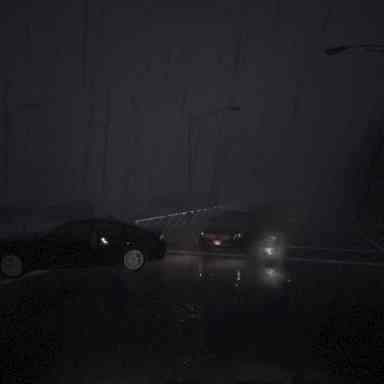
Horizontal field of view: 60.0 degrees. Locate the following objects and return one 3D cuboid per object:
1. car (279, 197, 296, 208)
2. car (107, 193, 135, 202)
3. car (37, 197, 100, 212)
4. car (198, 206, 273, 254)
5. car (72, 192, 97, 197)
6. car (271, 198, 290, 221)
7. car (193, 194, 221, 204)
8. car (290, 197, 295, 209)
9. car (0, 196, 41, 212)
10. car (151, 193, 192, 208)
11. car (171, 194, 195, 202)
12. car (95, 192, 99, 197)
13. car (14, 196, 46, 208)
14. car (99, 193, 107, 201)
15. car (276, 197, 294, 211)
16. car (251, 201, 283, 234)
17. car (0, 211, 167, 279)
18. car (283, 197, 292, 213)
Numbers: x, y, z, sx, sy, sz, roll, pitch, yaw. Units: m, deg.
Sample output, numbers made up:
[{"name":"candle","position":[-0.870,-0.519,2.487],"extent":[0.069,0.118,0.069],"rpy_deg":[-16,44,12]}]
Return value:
[{"name":"car","position":[13.687,1.470,47.601],"extent":[2.128,1.511,4.902],"rpy_deg":[0,0,19]},{"name":"car","position":[-13.608,1.047,65.308],"extent":[4.605,1.855,1.932],"rpy_deg":[0,0,19]},{"name":"car","position":[-8.957,1.356,24.191],"extent":[3.633,1.501,1.845],"rpy_deg":[0,0,19]},{"name":"car","position":[1.862,1.514,13.846],"extent":[1.812,1.442,4.674],"rpy_deg":[0,0,25]},{"name":"car","position":[-18.298,1.250,53.746],"extent":[4.514,1.523,2.007],"rpy_deg":[0,0,19]},{"name":"car","position":[5.951,1.476,24.889],"extent":[2.128,1.511,4.902],"rpy_deg":[0,0,19]},{"name":"car","position":[1.835,1.127,56.732],"extent":[5.027,1.636,2.152],"rpy_deg":[0,0,19]},{"name":"car","position":[9.902,1.545,36.480],"extent":[1.994,1.385,4.181],"rpy_deg":[0,0,19]},{"name":"car","position":[-15.021,1.356,29.404],"extent":[3.806,1.475,1.970],"rpy_deg":[0,0,19]},{"name":"car","position":[-2.836,1.075,41.738],"extent":[4.605,1.855,1.932],"rpy_deg":[0,0,19]},{"name":"car","position":[-1.894,1.259,68.651],"extent":[4.514,1.523,2.007],"rpy_deg":[0,0,19]},{"name":"car","position":[-21.647,1.300,68.006],"extent":[3.806,1.475,1.970],"rpy_deg":[0,0,19]},{"name":"car","position":[-21.560,1.274,44.300],"extent":[3.633,1.501,1.845],"rpy_deg":[0,0,19]},{"name":"car","position":[-19.997,1.016,70.956],"extent":[3.866,1.878,1.905],"rpy_deg":[0,0,19]},{"name":"car","position":[11.790,1.485,42.030],"extent":[1.837,1.490,4.892],"rpy_deg":[0,0,19]},{"name":"car","position":[4.024,1.490,19.248],"extent":[1.837,1.490,4.892],"rpy_deg":[0,0,19]},{"name":"car","position":[-3.255,1.475,9.836],"extent":[5.008,1.535,1.882],"rpy_deg":[0,0,-15]},{"name":"car","position":[7.845,1.488,30.447],"extent":[1.837,1.490,4.892],"rpy_deg":[0,0,19]}]
